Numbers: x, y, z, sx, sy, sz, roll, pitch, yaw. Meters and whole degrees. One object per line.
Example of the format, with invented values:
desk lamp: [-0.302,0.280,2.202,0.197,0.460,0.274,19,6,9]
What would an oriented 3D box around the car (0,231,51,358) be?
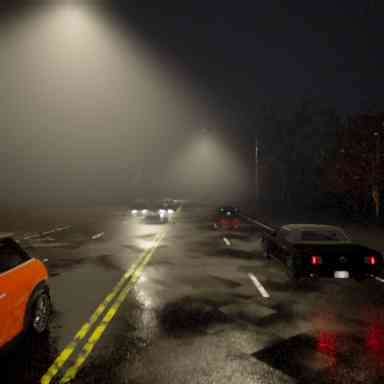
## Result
car: [-3.355,1.360,3.556,2.097,1.767,4.553,0,0,0]

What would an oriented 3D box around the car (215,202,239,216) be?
car: [3.318,1.609,32.178,1.895,1.301,4.718,0,1,0]

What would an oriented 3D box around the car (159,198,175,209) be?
car: [-3.400,1.525,45.312,2.128,1.511,4.902,0,0,0]

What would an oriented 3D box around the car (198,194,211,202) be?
car: [3.142,1.350,74.926,2.097,1.767,4.553,0,0,0]

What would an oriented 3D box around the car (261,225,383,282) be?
car: [3.355,1.597,9.691,1.895,1.301,4.718,0,-1,0]

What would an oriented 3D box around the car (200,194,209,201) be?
car: [3.144,1.394,85.951,2.033,1.649,4.856,1,0,0]

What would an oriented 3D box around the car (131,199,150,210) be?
car: [-6.649,1.600,43.210,1.994,1.385,4.181,0,0,0]
